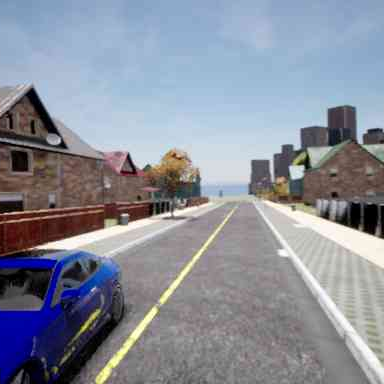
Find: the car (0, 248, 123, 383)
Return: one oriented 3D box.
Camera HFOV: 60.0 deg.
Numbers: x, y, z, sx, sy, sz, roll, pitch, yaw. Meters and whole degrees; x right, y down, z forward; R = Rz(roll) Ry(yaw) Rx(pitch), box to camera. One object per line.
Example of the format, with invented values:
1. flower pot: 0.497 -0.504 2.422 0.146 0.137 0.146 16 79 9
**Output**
1. car: -2.324 1.625 4.683 1.812 1.442 4.674 -2 -1 5
